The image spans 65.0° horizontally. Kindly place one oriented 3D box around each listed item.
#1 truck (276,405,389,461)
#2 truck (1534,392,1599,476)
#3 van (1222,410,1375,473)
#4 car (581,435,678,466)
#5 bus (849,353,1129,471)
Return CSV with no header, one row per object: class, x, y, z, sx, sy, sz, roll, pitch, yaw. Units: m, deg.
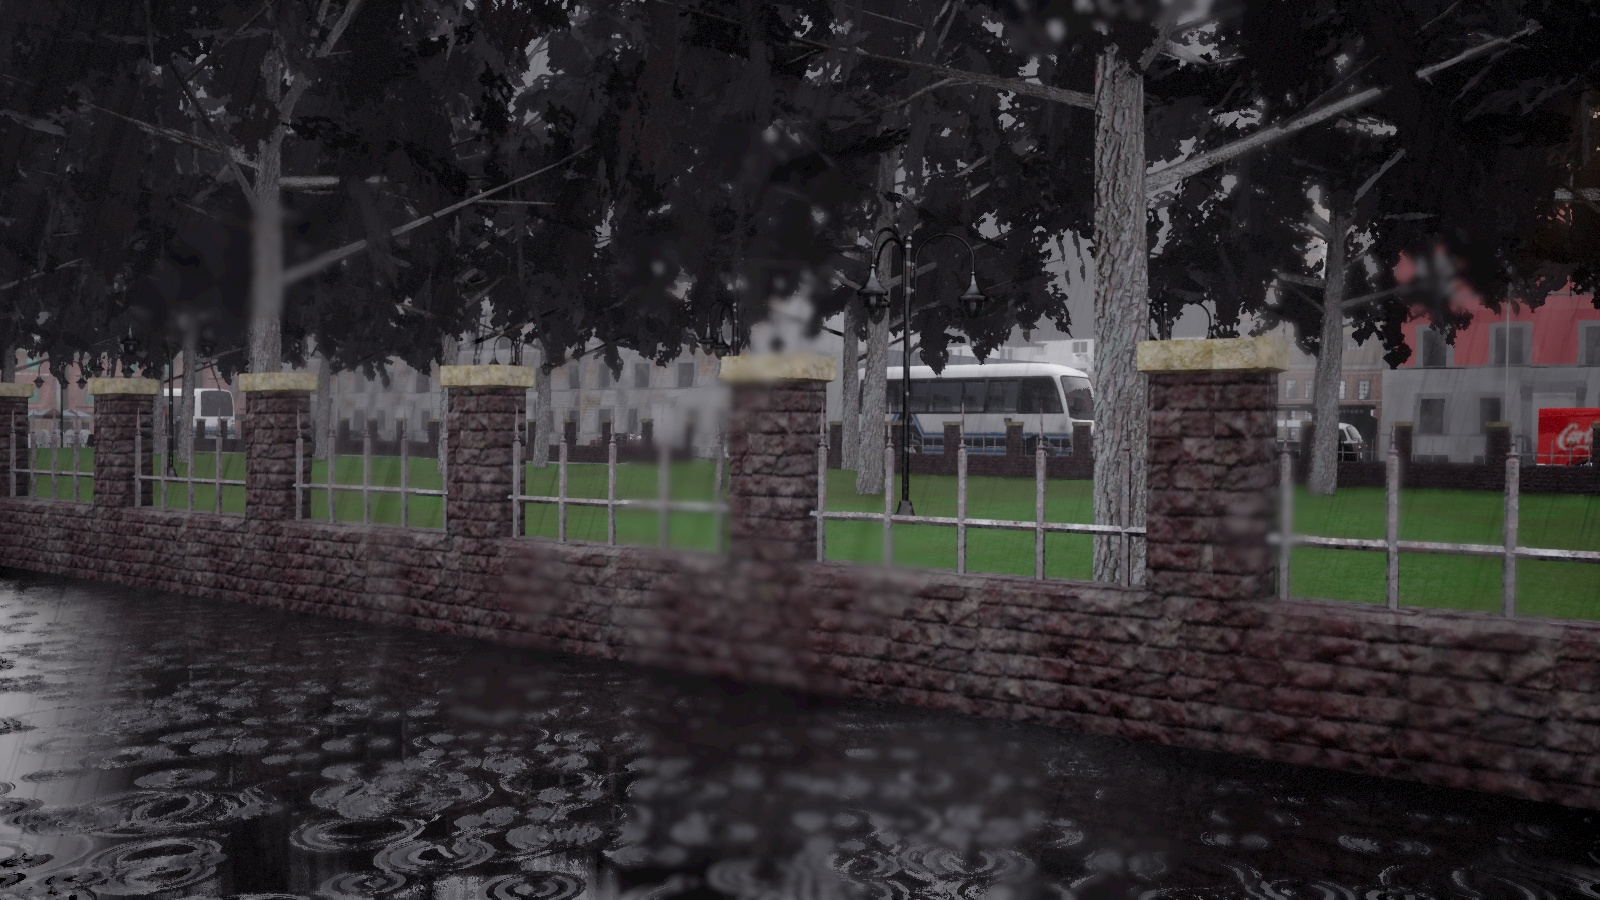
truck,-30.347,-1.086,81.381,7.936,3.462,2.891,0,1,35
truck,24.907,-0.489,37.226,5.204,2.467,2.627,0,1,36
van,16.983,-0.284,42.855,4.480,2.038,2.069,0,1,35
car,-8.264,0.002,60.824,4.674,1.442,1.812,0,1,36
bus,7.328,-1.390,49.699,10.273,4.253,3.944,0,1,35
